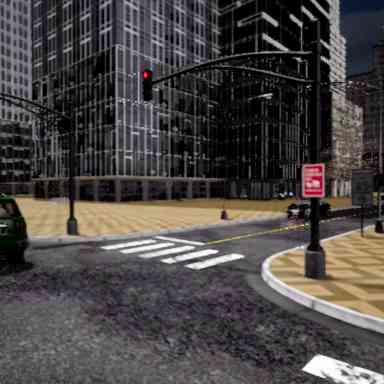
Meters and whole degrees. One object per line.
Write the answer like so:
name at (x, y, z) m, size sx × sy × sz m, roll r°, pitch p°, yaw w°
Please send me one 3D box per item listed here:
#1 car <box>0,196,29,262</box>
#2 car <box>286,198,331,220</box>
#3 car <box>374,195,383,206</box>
car at (-7.299, 1.128, 10.700) m, size 5.566 × 2.045 × 2.150 m, roll 1°, pitch 1°, yaw 41°
car at (8.776, 1.230, 24.945) m, size 2.128 × 1.511 × 4.902 m, roll 1°, pitch 1°, yaw 43°
car at (24.348, 1.062, 41.800) m, size 1.812 × 1.442 × 4.674 m, roll 1°, pitch 1°, yaw 43°
